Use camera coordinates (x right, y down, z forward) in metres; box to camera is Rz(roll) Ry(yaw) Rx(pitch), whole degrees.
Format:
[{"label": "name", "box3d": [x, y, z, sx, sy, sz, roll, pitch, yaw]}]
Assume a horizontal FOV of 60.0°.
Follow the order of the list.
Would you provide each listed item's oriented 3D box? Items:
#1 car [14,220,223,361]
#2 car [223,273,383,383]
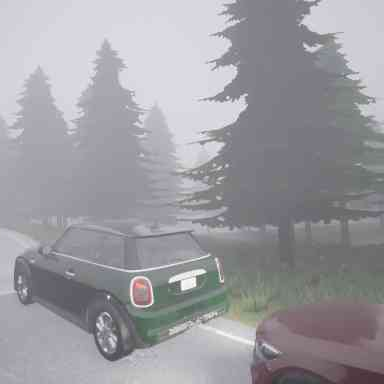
[{"label": "car", "box3d": [-1.578, 1.308, 6.216, 4.553, 1.767, 2.097, 1, 1, 44]}, {"label": "car", "box3d": [2.751, 1.531, 2.595, 4.674, 1.442, 1.812, 1, 0, 36]}]
